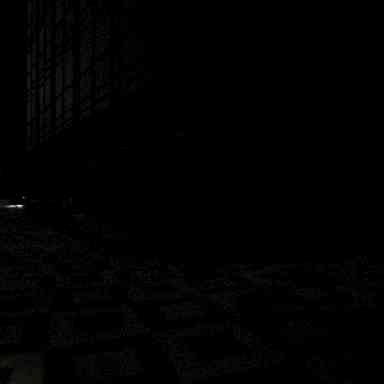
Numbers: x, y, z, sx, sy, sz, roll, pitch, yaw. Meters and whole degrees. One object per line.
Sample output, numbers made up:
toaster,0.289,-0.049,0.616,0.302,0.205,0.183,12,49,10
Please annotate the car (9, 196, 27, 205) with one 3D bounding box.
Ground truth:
car,-27.182,1.337,52.481,1.994,1.385,4.181,0,0,-8
